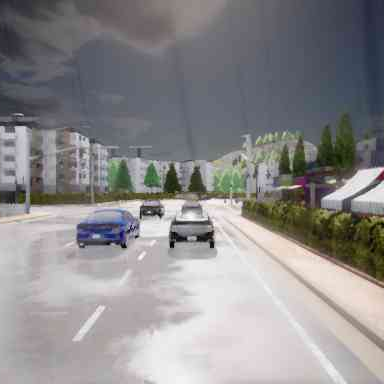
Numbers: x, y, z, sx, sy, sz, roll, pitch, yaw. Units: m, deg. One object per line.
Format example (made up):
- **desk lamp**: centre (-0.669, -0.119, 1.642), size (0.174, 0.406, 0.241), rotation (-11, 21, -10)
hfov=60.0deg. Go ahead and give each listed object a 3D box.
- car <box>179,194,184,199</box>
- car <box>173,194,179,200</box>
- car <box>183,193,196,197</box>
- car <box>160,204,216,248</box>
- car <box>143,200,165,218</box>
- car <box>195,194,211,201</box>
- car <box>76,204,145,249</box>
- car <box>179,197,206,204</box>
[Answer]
- **car**: centre (-0.573, 1.223, 92.375), size (2.150, 2.045, 5.566), rotation (0, 0, 31)
- **car**: centre (-3.400, 1.348, 94.451), size (2.097, 1.767, 4.553), rotation (0, 0, 31)
- **car**: centre (0.299, 1.474, 86.542), size (1.882, 1.535, 5.008), rotation (0, 0, 25)
- **car**: centre (0.000, 1.493, 14.650), size (2.128, 1.511, 4.902), rotation (0, 0, 0)
- **car**: centre (-3.500, 1.483, 29.650), size (1.882, 1.535, 5.008), rotation (0, 0, 0)
- **car**: centre (3.387, 1.513, 84.866), size (2.128, 1.511, 4.902), rotation (0, 0, 25)
- **car**: centre (-3.500, 1.483, 14.650), size (1.882, 1.535, 5.008), rotation (0, 0, 0)
- **car**: centre (0.000, 1.515, 29.650), size (1.837, 1.490, 4.892), rotation (0, 0, 0)
